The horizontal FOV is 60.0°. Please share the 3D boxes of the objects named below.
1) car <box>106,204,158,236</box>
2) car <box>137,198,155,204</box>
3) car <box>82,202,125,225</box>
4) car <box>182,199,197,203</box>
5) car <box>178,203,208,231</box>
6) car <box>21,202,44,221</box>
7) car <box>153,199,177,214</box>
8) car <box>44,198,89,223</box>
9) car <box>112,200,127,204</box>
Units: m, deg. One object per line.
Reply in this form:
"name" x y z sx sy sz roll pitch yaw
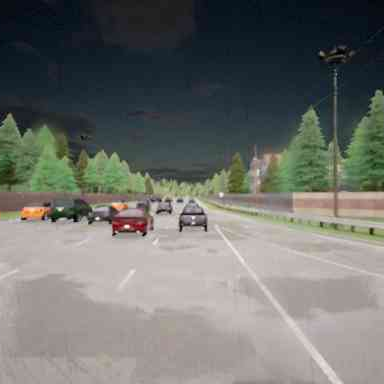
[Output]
"car" -3.420 1.696 19.937 1.882 1.535 5.008 0 -1 0
"car" -6.945 2.028 47.927 1.837 1.490 4.892 0 -1 0
"car" -6.940 1.817 26.680 1.812 1.442 4.674 0 -1 0
"car" 0.060 2.011 42.407 2.033 1.411 5.357 0 -1 0
"car" 0.079 1.741 22.771 2.128 1.511 4.902 0 -1 0
"car" -13.930 1.691 31.072 2.097 1.767 4.553 0 -1 0
"car" -3.440 2.010 42.322 2.033 1.411 5.357 0 -1 0
"car" -10.427 1.538 28.993 2.150 2.045 5.566 0 -1 0
"car" -10.445 1.872 47.624 2.097 1.767 4.553 0 -1 0
